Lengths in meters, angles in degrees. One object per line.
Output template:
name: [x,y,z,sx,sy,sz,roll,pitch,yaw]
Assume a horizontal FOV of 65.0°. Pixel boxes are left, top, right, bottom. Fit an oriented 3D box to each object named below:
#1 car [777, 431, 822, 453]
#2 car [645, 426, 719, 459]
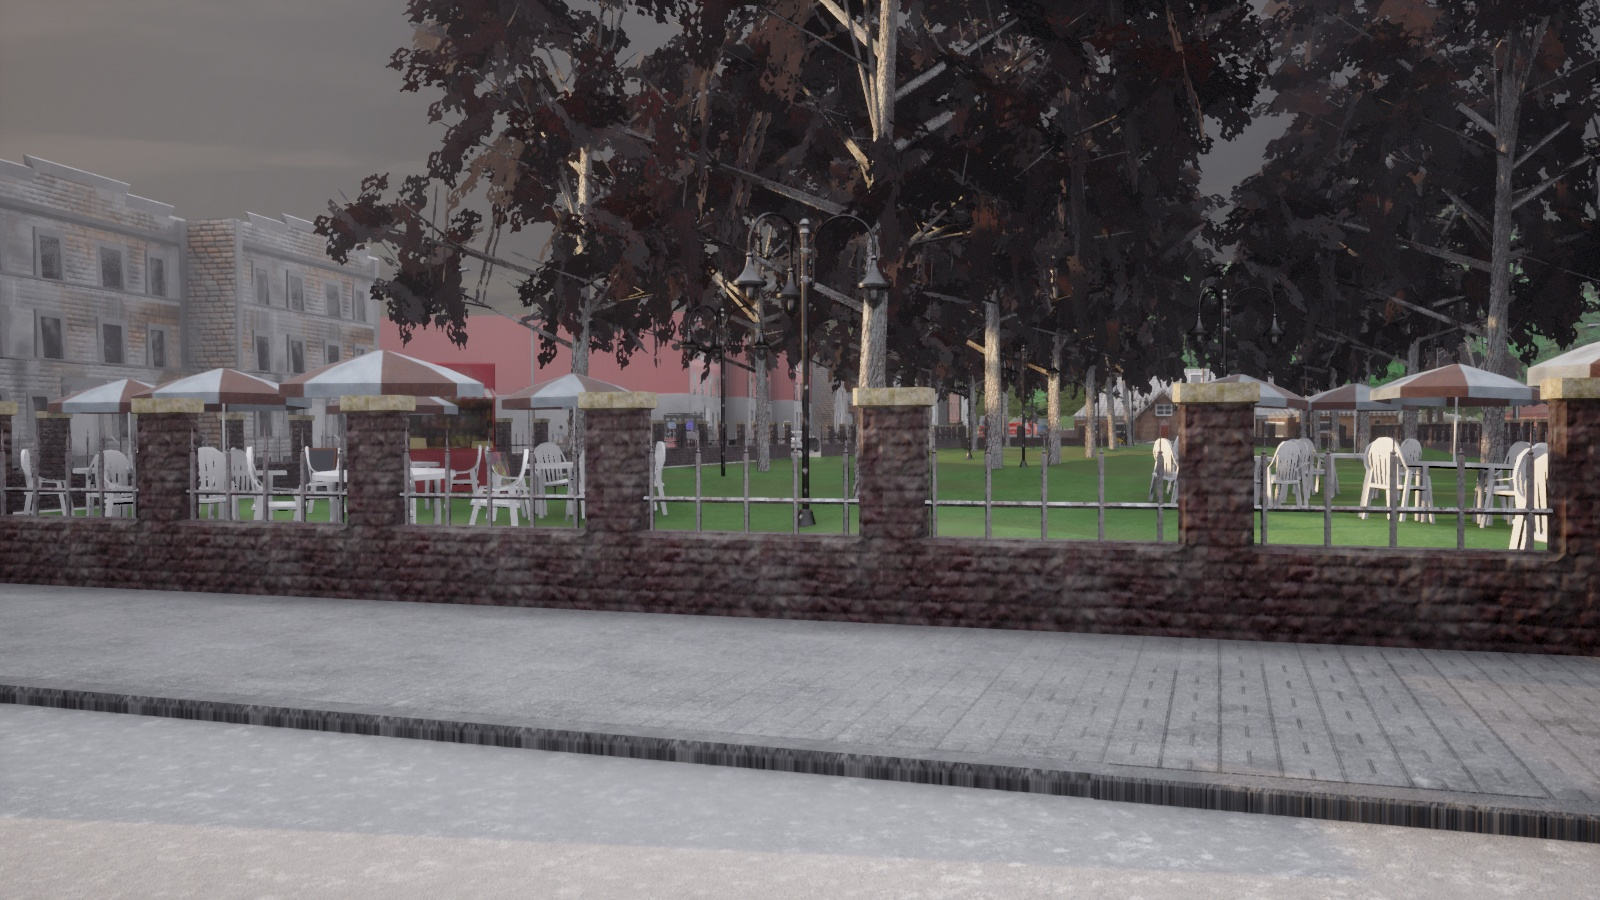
car: [-0.002,-0.583,85.850,1.970,1.475,3.806,1,1,19]
car: [-6.250,-0.427,67.125,2.242,1.667,4.611,1,1,18]
